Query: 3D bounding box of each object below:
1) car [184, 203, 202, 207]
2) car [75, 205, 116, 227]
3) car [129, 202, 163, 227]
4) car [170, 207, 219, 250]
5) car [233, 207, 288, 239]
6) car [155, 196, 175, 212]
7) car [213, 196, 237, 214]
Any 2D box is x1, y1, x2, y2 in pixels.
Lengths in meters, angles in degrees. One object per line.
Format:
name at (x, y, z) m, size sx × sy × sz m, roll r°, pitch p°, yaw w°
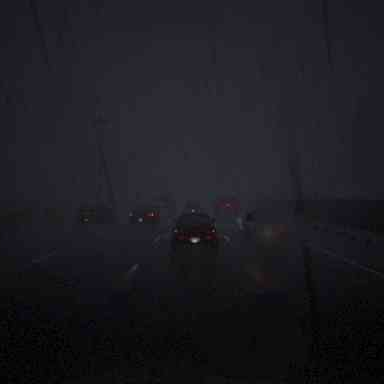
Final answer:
car at (0.112, 1.782, 33.639) m, size 1.994 × 1.385 × 4.181 m, roll 0°, pitch 0°, yaw 0°
car at (-6.891, 1.647, 24.135) m, size 2.128 × 1.511 × 4.902 m, roll 0°, pitch 0°, yaw 0°
car at (-3.391, 1.682, 24.211) m, size 1.812 × 1.442 × 4.674 m, roll 0°, pitch -1°, yaw 0°
car at (0.106, 1.619, 14.652) m, size 1.812 × 1.442 × 4.674 m, roll 0°, pitch 0°, yaw 0°
car at (3.608, 1.716, 17.981) m, size 1.895 × 1.301 × 4.718 m, roll 0°, pitch 0°, yaw 0°
car at (-3.386, 1.489, 40.940) m, size 2.150 × 2.045 × 5.566 m, roll 0°, pitch 0°, yaw 0°
car at (3.598, 1.455, 36.607) m, size 2.150 × 2.045 × 5.566 m, roll 0°, pitch 0°, yaw 0°
